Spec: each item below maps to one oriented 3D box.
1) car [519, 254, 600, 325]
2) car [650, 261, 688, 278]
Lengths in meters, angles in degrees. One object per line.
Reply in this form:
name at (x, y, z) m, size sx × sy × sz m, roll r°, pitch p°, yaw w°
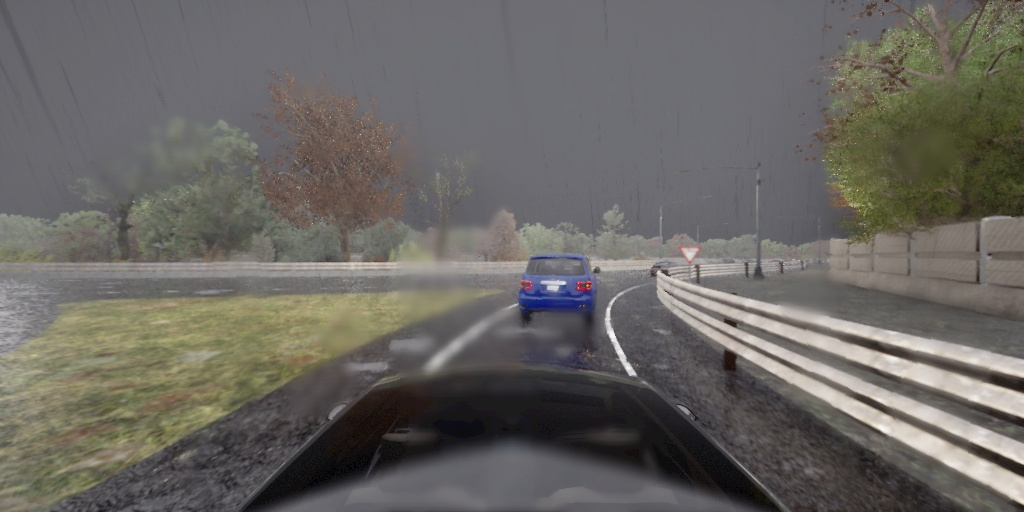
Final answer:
car at (1.743, 0.955, 12.110) m, size 2.150 × 2.045 × 5.566 m, roll 0°, pitch 0°, yaw 14°
car at (14.455, 1.236, 32.872) m, size 4.892 × 1.490 × 1.837 m, roll -1°, pitch 0°, yaw -43°
